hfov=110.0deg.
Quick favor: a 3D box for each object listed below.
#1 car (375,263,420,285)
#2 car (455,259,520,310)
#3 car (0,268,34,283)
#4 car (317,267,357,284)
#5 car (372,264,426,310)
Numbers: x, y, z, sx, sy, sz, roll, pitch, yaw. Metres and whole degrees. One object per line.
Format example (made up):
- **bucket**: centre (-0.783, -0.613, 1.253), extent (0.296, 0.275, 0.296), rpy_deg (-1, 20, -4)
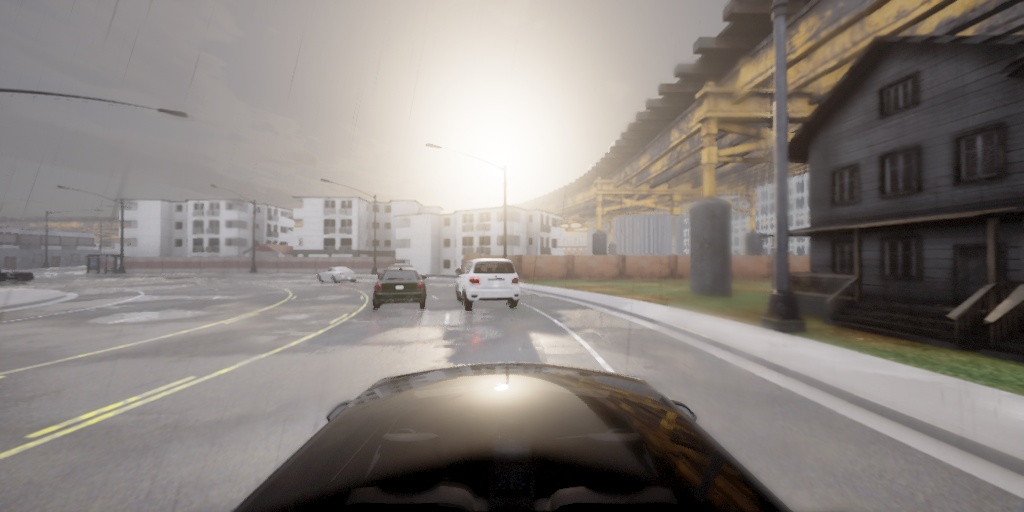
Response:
- **car**: centre (-10.205, 1.511, 31.731), extent (2.097, 1.767, 4.553), rpy_deg (1, -1, -42)
- **car**: centre (-1.230, 1.164, 16.039), extent (2.150, 2.045, 5.566), rpy_deg (1, -1, -14)
- **car**: centre (-46.761, 1.766, 32.619), extent (4.718, 1.301, 1.895), rpy_deg (0, -1, 2)
- **car**: centre (-15.611, 1.688, 32.019), extent (4.674, 1.442, 1.812), rpy_deg (-1, -1, 40)
- **car**: centre (-4.997, 1.300, 16.257), extent (2.097, 1.767, 4.553), rpy_deg (0, -1, -15)
